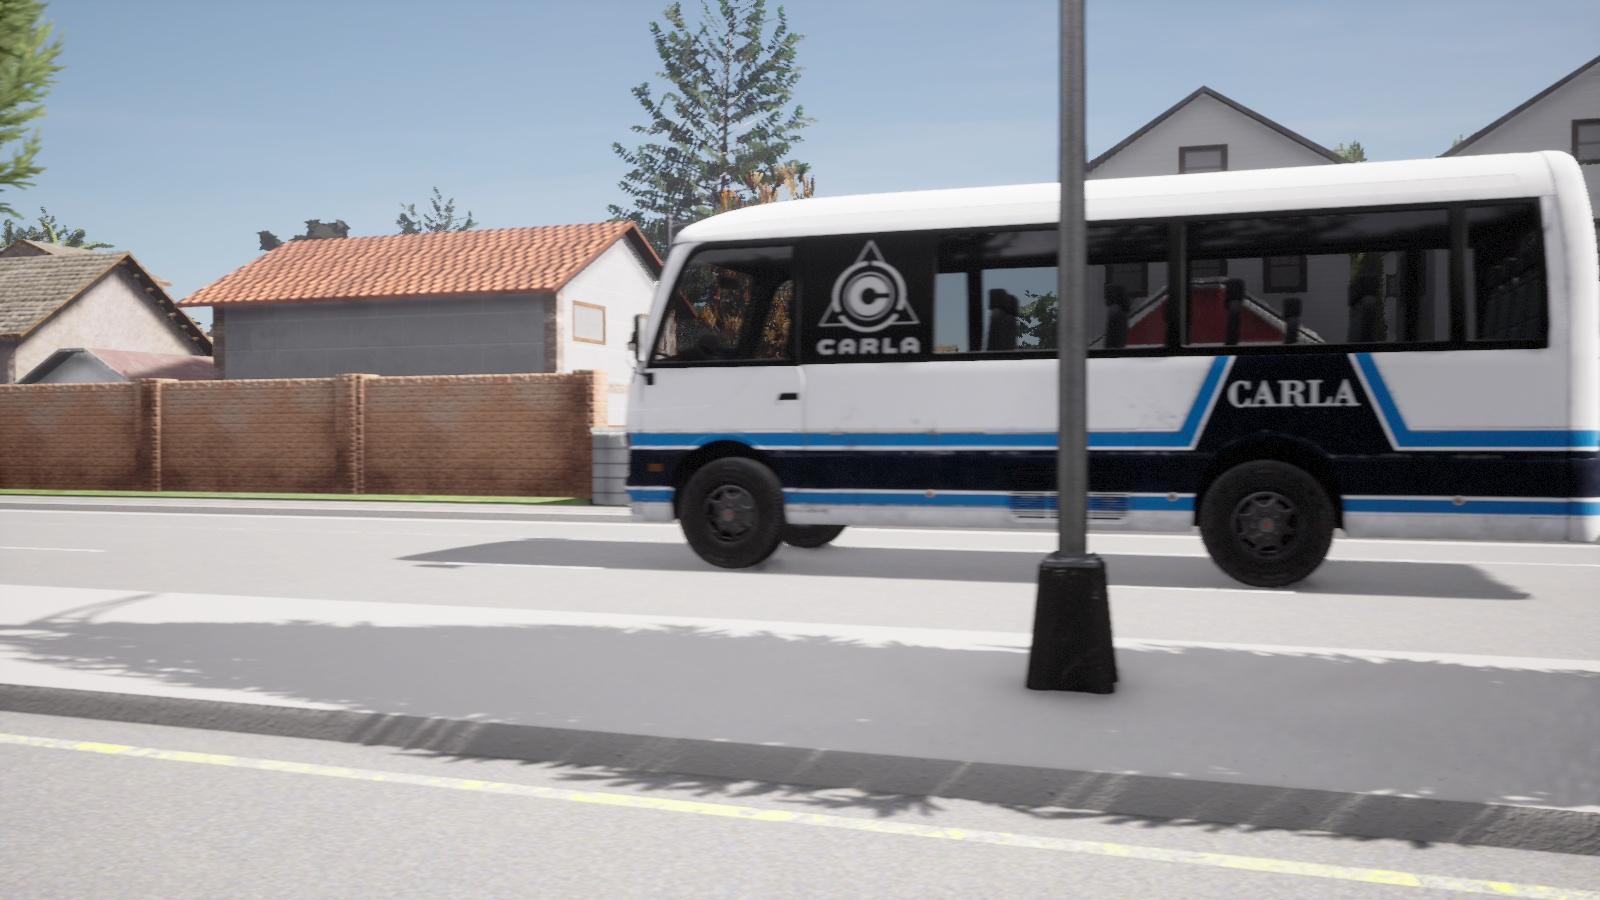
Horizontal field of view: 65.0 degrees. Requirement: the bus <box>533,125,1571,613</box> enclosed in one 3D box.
[{"bbox_3d":[2.468,-0.773,14.476,10.273,4.253,3.944,1,1,19],"label":"bus"}]
